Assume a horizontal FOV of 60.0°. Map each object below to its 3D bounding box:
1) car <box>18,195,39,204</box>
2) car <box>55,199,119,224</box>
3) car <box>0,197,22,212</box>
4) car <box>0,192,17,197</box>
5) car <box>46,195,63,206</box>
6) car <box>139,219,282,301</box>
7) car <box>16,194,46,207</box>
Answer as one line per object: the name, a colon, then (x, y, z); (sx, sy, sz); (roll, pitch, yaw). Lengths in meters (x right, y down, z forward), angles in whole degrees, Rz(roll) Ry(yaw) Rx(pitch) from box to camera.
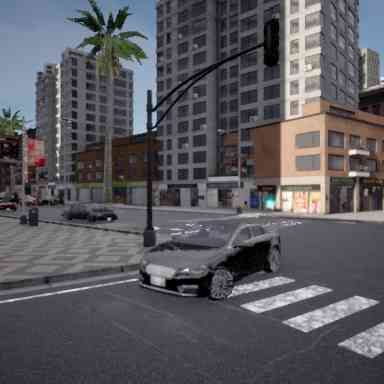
car: (-28.251, 1.271, 57.286); (1.837, 1.490, 4.892); (0, 0, -44)
car: (-7.760, 1.508, 24.853); (5.357, 1.411, 2.033); (0, 0, 40)
car: (-20.847, 1.491, 36.438); (4.718, 1.301, 1.895); (0, 0, 43)
car: (-30.291, 0.993, 54.723); (2.150, 2.045, 5.566); (0, 0, -44)
car: (-21.207, 1.184, 50.404); (4.553, 1.767, 2.097); (0, 0, 45)
car: (0.752, 1.494, 8.554); (2.128, 1.511, 4.902); (1, 1, 35)
car: (-23.198, 1.362, 47.805); (4.674, 1.442, 1.812); (0, 0, 45)
